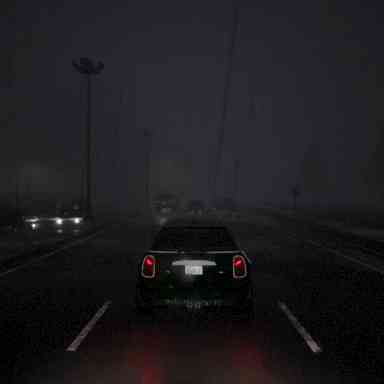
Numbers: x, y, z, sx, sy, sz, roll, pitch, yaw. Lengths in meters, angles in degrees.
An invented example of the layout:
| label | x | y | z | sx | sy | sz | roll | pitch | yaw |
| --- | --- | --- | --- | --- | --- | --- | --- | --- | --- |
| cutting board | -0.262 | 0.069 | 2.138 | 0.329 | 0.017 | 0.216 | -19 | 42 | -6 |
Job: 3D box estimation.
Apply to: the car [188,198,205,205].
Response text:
| label | x | y | z | sx | sy | sz | roll | pitch | yaw |
| --- | --- | --- | --- | --- | --- | --- | --- | --- | --- |
| car | 0.510 | 1.510 | 40.196 | 2.128 | 1.511 | 4.902 | 0 | 0 | 1 |

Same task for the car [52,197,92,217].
| label | x | y | z | sx | sy | sz | roll | pitch | yaw |
| --- | --- | --- | --- | --- | --- | --- | --- | --- | --- |
| car | -11.121 | 1.365 | 31.675 | 2.097 | 1.767 | 4.553 | 0 | 0 | 1 |

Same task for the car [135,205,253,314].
| label | x | y | z | sx | sy | sz | roll | pitch | yaw |
| --- | --- | --- | --- | --- | --- | --- | --- | --- | --- |
| car | 0.061 | 1.356 | 7.802 | 2.097 | 1.767 | 4.553 | 0 | 0 | 1 |

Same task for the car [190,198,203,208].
| label | x | y | z | sx | sy | sz | roll | pitch | yaw |
| --- | --- | --- | --- | --- | --- | --- | --- | --- | --- |
| car | 0.634 | 1.624 | 50.538 | 1.895 | 1.301 | 4.718 | 0 | 0 | 1 |

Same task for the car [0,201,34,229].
| label | x | y | z | sx | sy | sz | roll | pitch | yaw |
| --- | --- | --- | --- | --- | --- | --- | --- | --- | --- |
| car | -11.322 | 1.501 | 18.702 | 2.128 | 1.511 | 4.902 | 0 | 0 | 1 |

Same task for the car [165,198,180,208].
| label | x | y | z | sx | sy | sz | roll | pitch | yaw |
| --- | --- | --- | --- | --- | --- | --- | --- | --- | --- |
| car | -2.879 | 1.587 | 50.176 | 1.994 | 1.385 | 4.181 | 0 | 0 | 1 |

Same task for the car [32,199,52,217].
| label | x | y | z | sx | sy | sz | roll | pitch | yaw |
| --- | --- | --- | --- | --- | --- | --- | --- | --- | --- |
| car | -14.619 | 1.492 | 31.617 | 1.882 | 1.535 | 5.008 | 0 | 0 | 1 |

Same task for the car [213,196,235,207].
| label | x | y | z | sx | sy | sz | roll | pitch | yaw |
| --- | --- | --- | --- | --- | --- | --- | --- | --- | --- |
| car | 4.009 | 1.370 | 40.168 | 2.097 | 1.767 | 4.553 | 0 | 0 | 1 |

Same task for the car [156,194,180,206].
| label | x | y | z | sx | sy | sz | roll | pitch | yaw |
| --- | --- | --- | --- | --- | --- | --- | --- | --- | --- |
| car | -3.007 | 1.240 | 39.585 | 2.150 | 2.045 | 5.566 | 0 | 0 | 1 |
